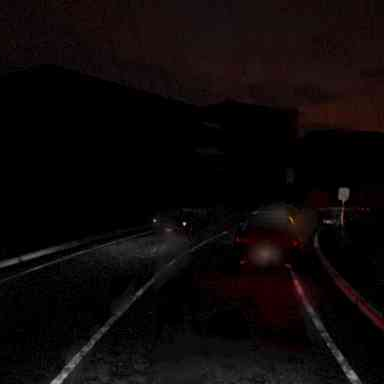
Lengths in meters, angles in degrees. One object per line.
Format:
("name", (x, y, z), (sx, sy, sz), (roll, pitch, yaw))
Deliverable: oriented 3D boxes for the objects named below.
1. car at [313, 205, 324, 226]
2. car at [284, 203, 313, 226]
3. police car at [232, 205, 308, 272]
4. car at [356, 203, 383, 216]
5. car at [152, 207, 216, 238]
("car", (8.541, 1.618, 24.925), (1.837, 1.490, 4.892), (3, 1, 32))
("car", (5.861, 1.508, 20.127), (1.801, 1.575, 5.366), (3, 1, 26))
("police car", (2.554, 1.430, 11.177), (1.930, 1.638, 5.238), (1, 0, 14))
("car", (21.975, 2.083, 39.991), (5.357, 1.411, 2.033), (2, 3, -33))
("car", (-0.265, 1.474, 17.218), (1.895, 1.301, 4.718), (2, 1, 21))
